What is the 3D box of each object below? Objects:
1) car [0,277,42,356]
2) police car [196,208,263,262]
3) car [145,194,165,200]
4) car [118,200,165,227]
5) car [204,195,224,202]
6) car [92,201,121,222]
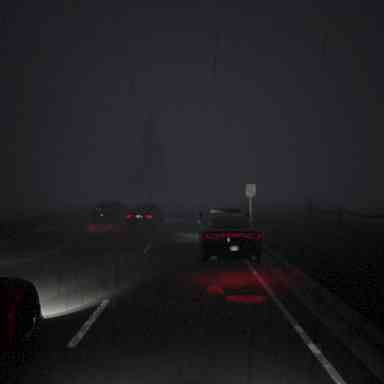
[{"bbox_3d":[-3.404,1.559,3.663,1.994,1.385,4.181,0,0,0],"label":"car"},{"bbox_3d":[1.215,1.409,12.128,1.930,1.638,5.238,0,0,0],"label":"police car"},{"bbox_3d":[-8.937,1.235,80.173,4.892,1.490,1.837,0,0,2],"label":"car"},{"bbox_3d":[-3.047,1.518,22.343,2.033,1.411,5.357,0,0,3],"label":"car"},{"bbox_3d":[4.706,1.340,71.905,1.895,1.301,4.718,0,0,-38],"label":"car"},{"bbox_3d":[-6.298,1.457,26.198,2.128,1.511,4.902,0,0,3],"label":"car"}]
